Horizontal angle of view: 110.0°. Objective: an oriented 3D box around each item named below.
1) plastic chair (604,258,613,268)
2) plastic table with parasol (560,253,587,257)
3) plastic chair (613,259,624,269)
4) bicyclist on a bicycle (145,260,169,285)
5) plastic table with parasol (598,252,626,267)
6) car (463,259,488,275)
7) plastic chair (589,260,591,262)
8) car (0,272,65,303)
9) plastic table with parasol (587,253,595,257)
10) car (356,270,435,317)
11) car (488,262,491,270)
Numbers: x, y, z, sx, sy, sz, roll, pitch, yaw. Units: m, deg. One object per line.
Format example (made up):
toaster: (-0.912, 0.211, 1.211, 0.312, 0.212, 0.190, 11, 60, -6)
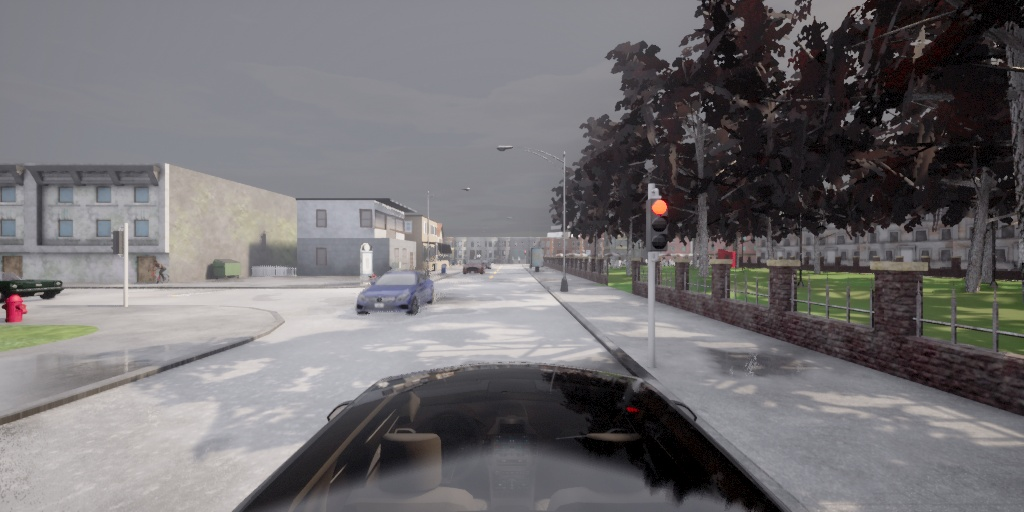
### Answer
plastic chair: (14.296, 1.306, 54.136, 0.730, 1.272, 0.750, 0, 0, -35)
plastic table with parasol: (9.949, 0.684, 57.775, 2.482, 2.480, 2.482, 0, 0, -40)
plastic chair: (16.003, 1.296, 54.041, 0.750, 1.272, 0.730, 0, 0, -40)
bicyclist on a bicycle: (-23.871, 1.098, 24.156, 0.582, 1.620, 1.656, 0, 0, 0)
plastic table with parasol: (15.269, 0.694, 55.039, 2.482, 2.480, 2.482, 0, 0, -40)
car: (-4.115, 1.102, 39.543, 2.097, 1.767, 4.553, 0, 0, 0)
plastic chair: (13.692, 1.304, 62.364, 0.730, 1.272, 0.750, 0, 0, -35)
car: (-22.993, 1.351, 15.758, 4.718, 1.301, 1.895, 0, 0, 0)
plastic table with parasol: (14.644, 0.673, 63.252, 2.482, 2.480, 2.482, 0, 0, -42)
car: (-4.105, 1.276, 13.409, 1.812, 1.442, 4.674, 0, 0, 0)
car: (-4.115, 1.297, 52.958, 2.033, 1.411, 5.357, 0, 0, 0)
